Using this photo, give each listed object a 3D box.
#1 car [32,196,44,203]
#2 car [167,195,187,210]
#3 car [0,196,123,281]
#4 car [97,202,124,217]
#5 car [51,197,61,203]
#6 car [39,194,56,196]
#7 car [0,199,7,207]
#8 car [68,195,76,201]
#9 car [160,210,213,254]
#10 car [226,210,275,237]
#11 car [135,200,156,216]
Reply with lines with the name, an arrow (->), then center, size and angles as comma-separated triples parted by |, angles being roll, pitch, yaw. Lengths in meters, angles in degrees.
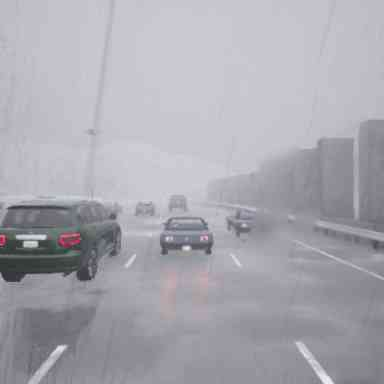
car -> -33.754, 1.710, 72.972 | 1.812, 1.442, 4.674 | 0, 0, -17
car -> -1.918, 1.365, 42.231 | 2.150, 2.045, 5.566 | 0, 0, -7
car -> -3.663, 1.256, 10.103 | 2.150, 2.045, 5.566 | 0, 0, -1
car -> -8.235, 1.713, 33.814 | 1.895, 1.301, 4.718 | 0, 0, -4
car -> -31.612, 1.748, 77.528 | 1.895, 1.301, 4.718 | 0, 0, -19
car -> -20.299, 1.367, 46.133 | 2.150, 2.045, 5.566 | 0, 0, -8
car -> -32.514, 1.774, 55.060 | 1.895, 1.301, 4.718 | 0, 0, -12
car -> -30.738, 1.487, 85.192 | 1.895, 1.301, 4.718 | 0, 0, -22
car -> -0.250, 1.648, 13.688 | 1.895, 1.301, 4.718 | 0, 0, -2
car -> 3.079, 1.665, 18.597 | 1.895, 1.301, 4.718 | 0, 0, -2
car -> -4.789, 1.608, 34.568 | 2.128, 1.511, 4.902 | 0, 0, -5
